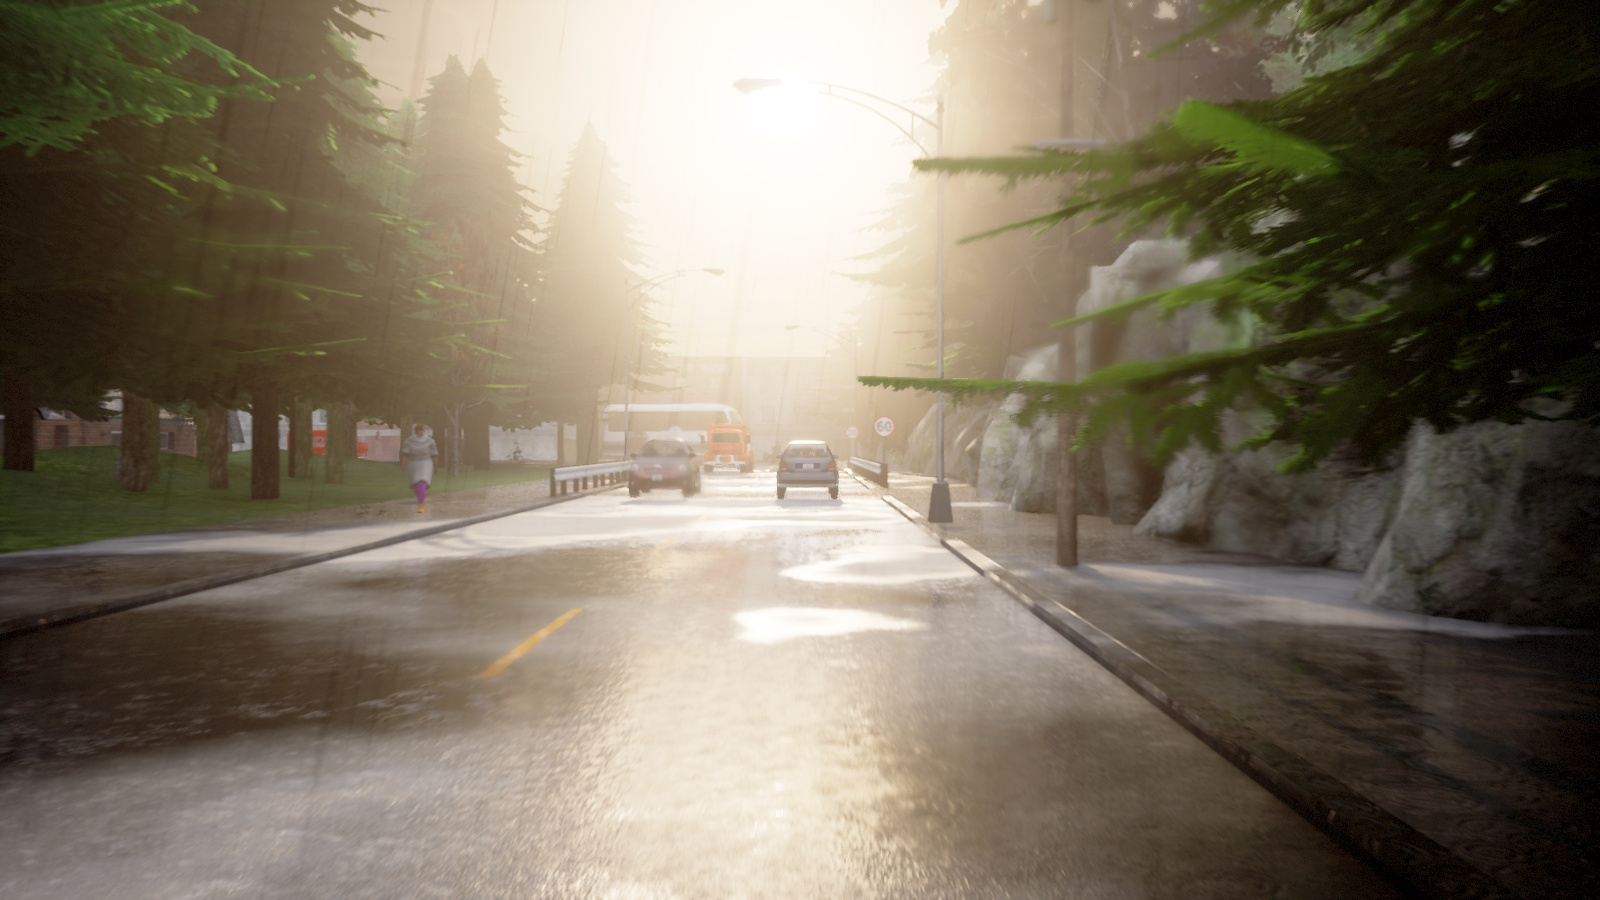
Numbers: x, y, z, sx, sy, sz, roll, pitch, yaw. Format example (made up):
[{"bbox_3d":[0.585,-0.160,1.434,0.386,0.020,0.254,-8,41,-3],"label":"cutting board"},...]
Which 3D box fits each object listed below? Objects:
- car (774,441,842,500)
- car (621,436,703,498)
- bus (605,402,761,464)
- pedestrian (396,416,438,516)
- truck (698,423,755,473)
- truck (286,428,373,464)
[{"bbox_3d":[0.211,0.522,34.892,1.789,1.549,3.705,0,0,0],"label":"car"},{"bbox_3d":[-3.786,0.438,35.064,1.851,1.617,3.988,0,0,0],"label":"car"},{"bbox_3d":[-8.224,-1.150,88.748,10.273,4.253,3.944,0,-1,12],"label":"bus"},{"bbox_3d":[-7.611,0.305,24.989,0.659,1.952,0.873,0,0,-7],"label":"pedestrian"},{"bbox_3d":[-3.736,-0.118,64.776,2.627,2.467,5.204,0,0,0],"label":"truck"},{"bbox_3d":[-33.593,-0.288,89.733,5.204,2.467,2.627,0,0,0],"label":"truck"}]
